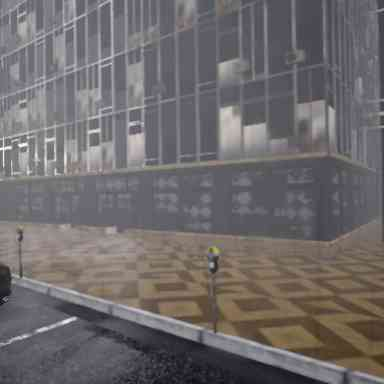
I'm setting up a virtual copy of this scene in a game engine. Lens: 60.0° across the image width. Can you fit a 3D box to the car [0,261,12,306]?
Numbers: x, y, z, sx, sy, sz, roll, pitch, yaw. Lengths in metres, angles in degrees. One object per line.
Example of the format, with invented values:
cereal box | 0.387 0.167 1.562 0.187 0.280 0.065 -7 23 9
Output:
car | -5.287 1.554 6.651 4.403 1.369 2.008 0 -1 35
